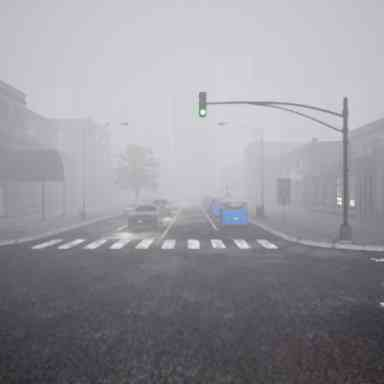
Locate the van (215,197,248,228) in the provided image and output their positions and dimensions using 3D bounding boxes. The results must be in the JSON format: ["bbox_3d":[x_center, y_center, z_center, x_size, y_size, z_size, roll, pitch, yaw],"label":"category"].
[{"bbox_3d":[2.686,1.399,22.225,1.690,1.788,3.998,0,0,0],"label":"van"}]

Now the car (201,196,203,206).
[{"bbox_3d":[2.683,1.676,50.003,1.752,1.417,4.829,0,0,0],"label":"car"}]

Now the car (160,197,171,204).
[{"bbox_3d":[-5.700,1.782,71.936,1.887,1.381,4.507,0,0,0],"label":"car"}]

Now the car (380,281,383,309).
[{"bbox_3d":[5.289,1.461,4.548,4.902,1.511,2.128,-1,0,0],"label":"car"}]

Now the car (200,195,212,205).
[{"bbox_3d":[2.681,1.529,66.400,2.192,1.841,5.009,0,0,0],"label":"car"}]

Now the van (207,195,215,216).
[{"bbox_3d":[2.684,1.433,33.268,1.690,1.788,3.998,0,0,0],"label":"van"}]

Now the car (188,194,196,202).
[{"bbox_3d":[-0.009,1.542,90.732,2.150,2.045,5.566,0,0,0],"label":"car"}]

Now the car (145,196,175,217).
[{"bbox_3d":[-3.098,1.443,32.763,2.097,1.767,4.553,0,0,0],"label":"car"}]

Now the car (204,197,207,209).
[{"bbox_3d":[2.684,1.655,38.789,1.887,1.381,4.507,0,0,0],"label":"car"}]

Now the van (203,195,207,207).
[{"bbox_3d":[2.683,1.471,44.312,1.690,1.788,3.998,0,0,0],"label":"van"}]

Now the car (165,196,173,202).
[{"bbox_3d":[-5.701,1.809,82.810,1.752,1.417,4.829,0,0,0],"label":"car"}]

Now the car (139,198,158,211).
[{"bbox_3d":[-5.697,1.570,44.329,1.967,1.590,4.097,0,0,0],"label":"car"}]

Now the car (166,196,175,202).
[{"bbox_3d":[-5.702,1.876,88.501,1.947,1.339,4.313,0,0,0],"label":"car"}]

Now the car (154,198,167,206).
[{"bbox_3d":[-5.698,1.737,60.893,1.887,1.381,4.507,0,0,0],"label":"car"}]

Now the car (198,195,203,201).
[{"bbox_3d":[2.681,1.507,60.878,2.192,1.841,5.009,0,0,0],"label":"car"}]

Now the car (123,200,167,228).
[{"bbox_3d":[-3.102,1.537,22.789,1.882,1.535,5.008,0,0,1],"label":"car"}]

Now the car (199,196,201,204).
[{"bbox_3d":[2.683,1.736,55.354,1.947,1.339,4.313,0,0,0],"label":"car"}]

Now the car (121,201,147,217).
[{"bbox_3d":[-5.695,1.617,33.114,1.752,1.417,4.829,0,0,0],"label":"car"}]

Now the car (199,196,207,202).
[{"bbox_3d":[2.679,1.829,82.963,1.887,1.381,4.507,0,0,0],"label":"car"}]

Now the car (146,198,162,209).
[{"bbox_3d":[-5.698,1.695,49.850,1.887,1.381,4.507,0,0,0],"label":"car"}]

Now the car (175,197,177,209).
[{"bbox_3d":[-3.091,1.732,44.712,1.895,1.301,4.718,0,0,0],"label":"car"}]
